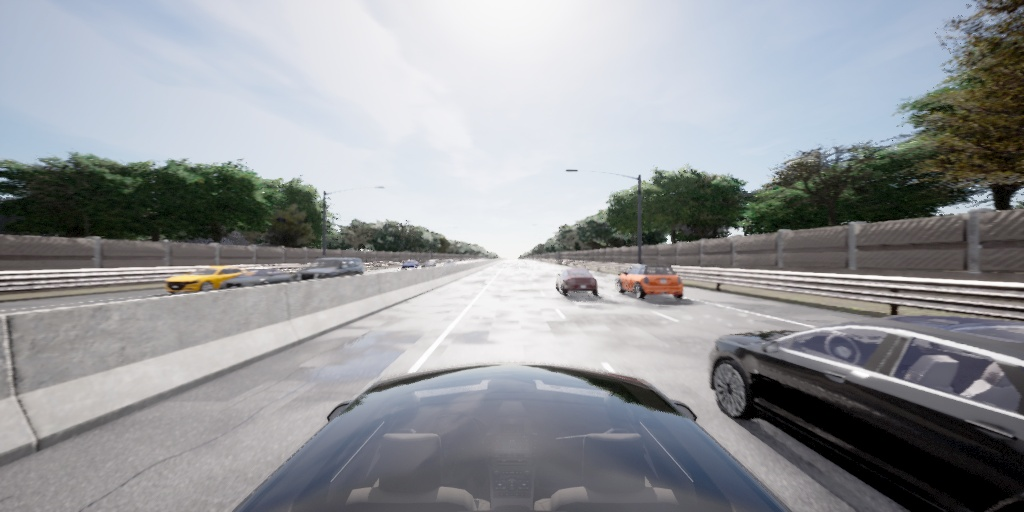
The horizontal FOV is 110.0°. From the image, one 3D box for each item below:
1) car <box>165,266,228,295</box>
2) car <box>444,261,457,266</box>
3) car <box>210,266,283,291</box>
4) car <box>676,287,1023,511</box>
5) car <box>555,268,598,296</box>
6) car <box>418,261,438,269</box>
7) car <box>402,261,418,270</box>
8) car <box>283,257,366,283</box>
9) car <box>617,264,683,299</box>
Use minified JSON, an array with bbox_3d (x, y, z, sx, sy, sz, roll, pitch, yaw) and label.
[{"bbox_3d":[-17.611,1.349,21.250,1.882,1.535,5.008,0,0,0],"label":"car"},{"bbox_3d":[-10.563,1.609,62.302,2.033,1.411,5.357,0,0,0],"label":"car"},{"bbox_3d":[-14.109,1.429,20.174,1.994,1.385,4.181,0,0,0],"label":"car"},{"bbox_3d":[3.599,1.251,2.983,2.128,1.511,4.902,0,0,0],"label":"car"},{"bbox_3d":[3.585,1.396,20.294,1.812,1.442,4.674,0,0,0],"label":"car"},{"bbox_3d":[-14.066,1.554,61.880,2.128,1.511,4.902,0,0,0],"label":"car"},{"bbox_3d":[-17.567,1.538,62.279,1.882,1.535,5.008,0,0,1],"label":"car"},{"bbox_3d":[-10.610,1.093,21.249,2.150,2.045,5.566,0,0,0],"label":"car"},{"bbox_3d":[7.086,1.215,18.907,2.097,1.767,4.553,0,0,0],"label":"car"}]
